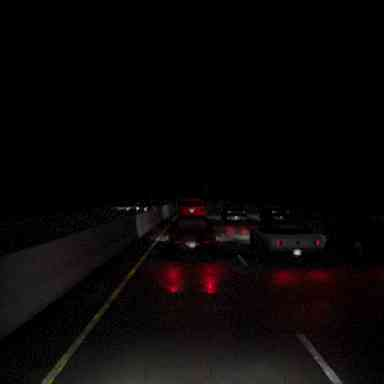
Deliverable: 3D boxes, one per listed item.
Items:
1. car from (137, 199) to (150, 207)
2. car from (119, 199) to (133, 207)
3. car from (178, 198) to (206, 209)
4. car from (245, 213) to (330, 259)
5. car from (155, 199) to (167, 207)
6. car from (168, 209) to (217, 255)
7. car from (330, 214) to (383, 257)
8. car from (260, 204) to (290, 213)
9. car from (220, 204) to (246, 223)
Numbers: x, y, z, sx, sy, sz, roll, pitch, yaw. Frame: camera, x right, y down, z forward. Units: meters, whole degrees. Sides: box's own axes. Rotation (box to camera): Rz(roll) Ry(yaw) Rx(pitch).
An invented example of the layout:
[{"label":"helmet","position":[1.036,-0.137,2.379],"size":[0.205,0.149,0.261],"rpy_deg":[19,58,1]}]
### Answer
[{"label":"car","position":[-9.594,2.187,65.821],"size":[1.882,1.535,5.008],"rpy_deg":[0,0,2]},{"label":"car","position":[-13.093,2.187,65.844],"size":[1.882,1.535,5.008],"rpy_deg":[0,0,2]},{"label":"car","position":[0.011,1.523,27.588],"size":[2.150,2.045,5.566],"rpy_deg":[0,0,1]},{"label":"car","position":[3.517,1.745,13.274],"size":[1.895,1.301,4.718],"rpy_deg":[0,-1,0]},{"label":"car","position":[-6.096,2.209,65.720],"size":[1.837,1.490,4.892],"rpy_deg":[0,0,2]},{"label":"car","position":[0.025,1.677,13.915],"size":[1.812,1.442,4.674],"rpy_deg":[0,0,1]},{"label":"car","position":[7.022,1.654,13.524],"size":[1.837,1.490,4.892],"rpy_deg":[0,0,1]},{"label":"car","position":[7.031,1.801,28.523],"size":[2.128,1.511,4.902],"rpy_deg":[0,0,1]},{"label":"car","position":[3.531,1.801,28.523],"size":[2.128,1.511,4.902],"rpy_deg":[0,0,1]}]
